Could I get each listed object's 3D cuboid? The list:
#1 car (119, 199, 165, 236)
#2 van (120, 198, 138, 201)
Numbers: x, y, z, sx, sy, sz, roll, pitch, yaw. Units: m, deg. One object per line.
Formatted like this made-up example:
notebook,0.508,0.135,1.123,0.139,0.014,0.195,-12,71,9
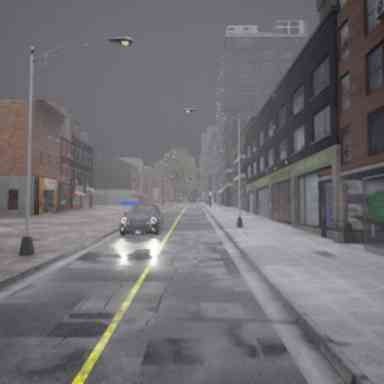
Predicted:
car,-2.794,1.495,19.352,2.097,1.767,4.553,0,0,0
van,-12.722,2.093,67.389,3.998,1.788,1.690,0,-3,0
